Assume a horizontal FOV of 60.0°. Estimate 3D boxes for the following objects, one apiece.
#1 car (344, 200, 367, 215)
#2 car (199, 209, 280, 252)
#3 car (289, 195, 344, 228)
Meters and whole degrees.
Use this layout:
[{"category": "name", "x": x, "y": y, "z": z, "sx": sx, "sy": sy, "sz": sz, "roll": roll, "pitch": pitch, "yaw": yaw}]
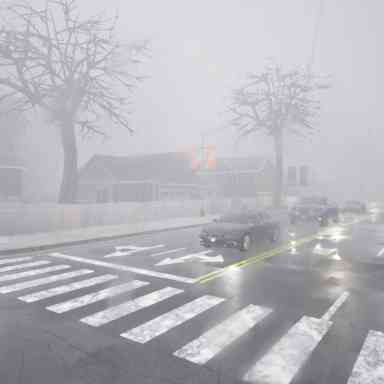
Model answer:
[{"category": "car", "x": 16.431, "y": 1.538, "z": 33.814, "sx": 2.033, "sy": 1.411, "sz": 5.357, "roll": 0, "pitch": 0, "yaw": 36}, {"category": "car", "x": 2.181, "y": 1.508, "z": 14.137, "sx": 1.837, "sy": 1.490, "sz": 4.892, "roll": 0, "pitch": 0, "yaw": 36}, {"category": "car", "x": 8.560, "y": 1.225, "z": 22.964, "sx": 2.150, "sy": 2.045, "sz": 5.566, "roll": 0, "pitch": 0, "yaw": 36}]
